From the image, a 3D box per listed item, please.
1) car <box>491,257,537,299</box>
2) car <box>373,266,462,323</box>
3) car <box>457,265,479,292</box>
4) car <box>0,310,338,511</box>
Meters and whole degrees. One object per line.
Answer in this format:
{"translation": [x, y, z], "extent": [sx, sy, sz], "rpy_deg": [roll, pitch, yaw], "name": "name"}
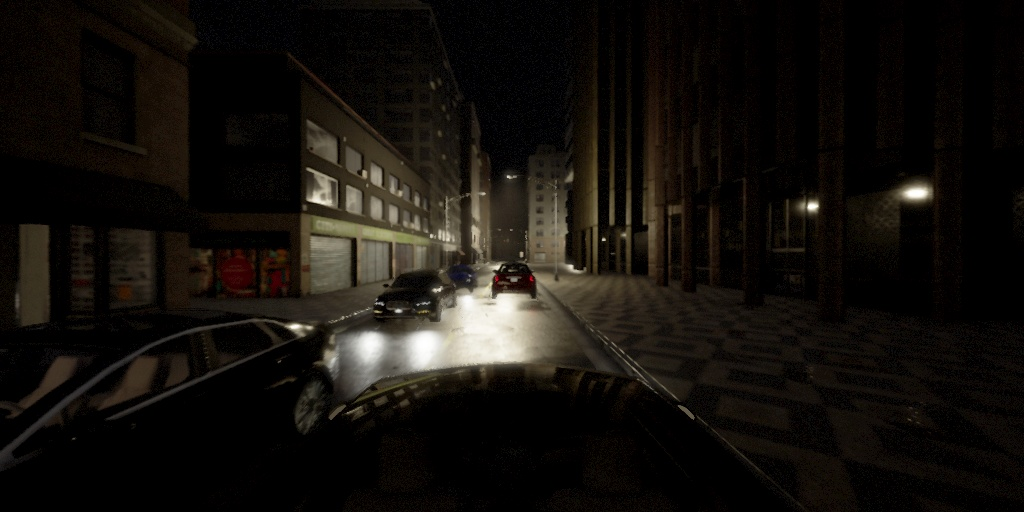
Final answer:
{"translation": [0.095, 1.106, 18.344], "extent": [2.097, 1.767, 4.553], "rpy_deg": [0, 0, 0], "name": "car"}
{"translation": [-3.094, 1.260, 12.263], "extent": [1.837, 1.490, 4.892], "rpy_deg": [0, 0, 0], "name": "car"}
{"translation": [-3.007, 1.282, 21.219], "extent": [1.812, 1.442, 4.674], "rpy_deg": [0, 0, 0], "name": "car"}
{"translation": [-3.100, 1.245, 2.563], "extent": [2.128, 1.511, 4.902], "rpy_deg": [0, 0, 0], "name": "car"}
